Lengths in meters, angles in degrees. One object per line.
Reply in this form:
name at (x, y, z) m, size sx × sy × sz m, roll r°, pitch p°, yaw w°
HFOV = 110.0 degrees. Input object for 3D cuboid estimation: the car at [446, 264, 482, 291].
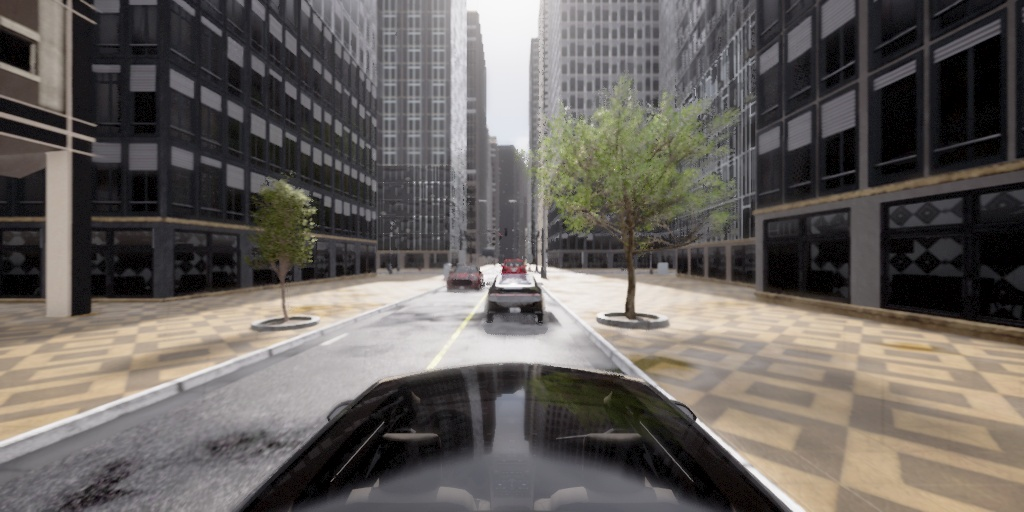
car at (-3.042, 1.370, 24.065) m, size 2.097 × 1.767 × 4.553 m, roll 0°, pitch -1°, yaw 0°

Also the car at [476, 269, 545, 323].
car at (0.107, 1.373, 12.780) m, size 2.128 × 1.511 × 4.902 m, roll 0°, pitch -1°, yaw 0°

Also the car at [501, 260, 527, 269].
car at (0.171, 1.343, 32.149) m, size 2.150 × 2.045 × 5.566 m, roll 0°, pitch -1°, yaw 0°
